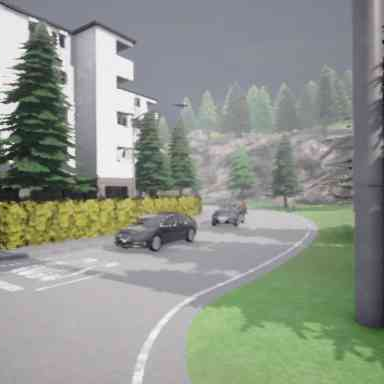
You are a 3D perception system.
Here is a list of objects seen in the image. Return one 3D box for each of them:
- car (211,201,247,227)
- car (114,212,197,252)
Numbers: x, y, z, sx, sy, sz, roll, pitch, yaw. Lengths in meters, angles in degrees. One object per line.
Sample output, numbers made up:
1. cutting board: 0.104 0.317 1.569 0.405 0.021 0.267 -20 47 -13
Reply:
1. car: 2.746 1.679 24.669 2.128 1.511 4.902 -1 0 17
2. car: -1.517 1.718 15.445 1.837 1.490 4.892 -1 0 30
